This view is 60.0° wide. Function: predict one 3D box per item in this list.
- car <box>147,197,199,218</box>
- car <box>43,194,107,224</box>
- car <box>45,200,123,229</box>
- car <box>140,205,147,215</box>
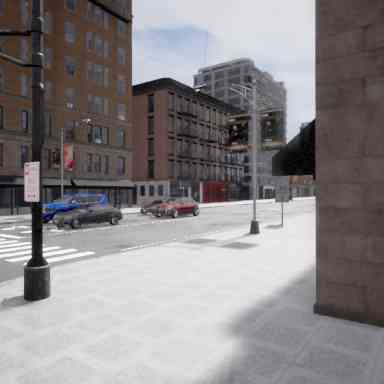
[{"bbox_3d":[-1.328,1.256,28.697,2.097,1.767,4.553,0,0,35],"label":"car"},{"bbox_3d":[-8.543,1.166,24.106,2.150,2.045,5.566,0,0,35],"label":"car"},{"bbox_3d":[-6.542,1.468,21.301,1.812,1.442,4.674,0,0,37],"label":"car"},{"bbox_3d":[-2.938,1.429,32.058,1.812,1.442,4.674,0,0,35],"label":"car"}]
